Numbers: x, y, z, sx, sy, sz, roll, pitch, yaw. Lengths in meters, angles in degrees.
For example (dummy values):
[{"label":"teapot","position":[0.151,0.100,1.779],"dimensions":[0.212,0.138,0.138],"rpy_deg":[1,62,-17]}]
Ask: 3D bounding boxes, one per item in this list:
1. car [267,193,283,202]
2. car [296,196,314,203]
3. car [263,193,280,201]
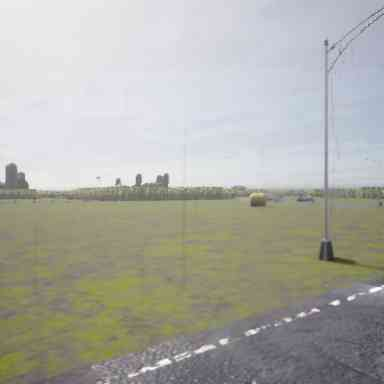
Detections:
[{"label":"car","position":[18.214,1.510,73.460],"dimensions":[1.837,1.490,4.892],"rpy_deg":[-1,0,-12]},{"label":"car","position":[22.686,1.448,66.788],"dimensions":[1.812,1.442,4.674],"rpy_deg":[-1,0,-15]},{"label":"car","position":[19.592,1.212,82.122],"dimensions":[2.150,2.045,5.566],"rpy_deg":[-1,0,-6]}]
